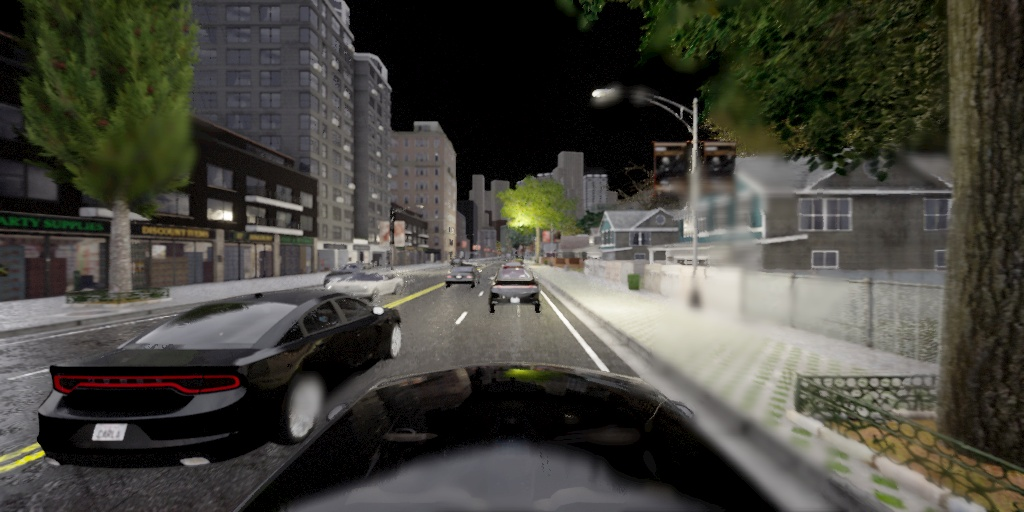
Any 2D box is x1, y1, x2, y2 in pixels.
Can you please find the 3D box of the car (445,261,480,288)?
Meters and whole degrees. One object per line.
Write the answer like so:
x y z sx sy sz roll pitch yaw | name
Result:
-3.142 1.281 23.756 2.033 1.411 5.357 0 0 0 | car

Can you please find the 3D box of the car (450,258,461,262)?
-9.753 1.152 63.151 1.882 1.535 5.008 0 0 1 | car

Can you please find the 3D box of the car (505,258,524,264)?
0.112 1.203 32.482 1.882 1.535 5.008 0 0 0 | car

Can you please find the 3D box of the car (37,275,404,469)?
-3.149 1.226 5.282 1.882 1.535 5.008 0 0 0 | car

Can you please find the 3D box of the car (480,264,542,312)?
0.104 1.233 14.165 2.128 1.511 4.902 0 0 0 | car

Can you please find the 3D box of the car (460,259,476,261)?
-6.534 1.284 56.946 1.895 1.301 4.718 0 0 1 | car

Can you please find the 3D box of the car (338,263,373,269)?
-9.841 1.226 22.391 2.128 1.511 4.902 0 0 0 | car

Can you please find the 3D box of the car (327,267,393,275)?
-6.594 1.341 16.523 1.895 1.301 4.718 0 0 0 | car
